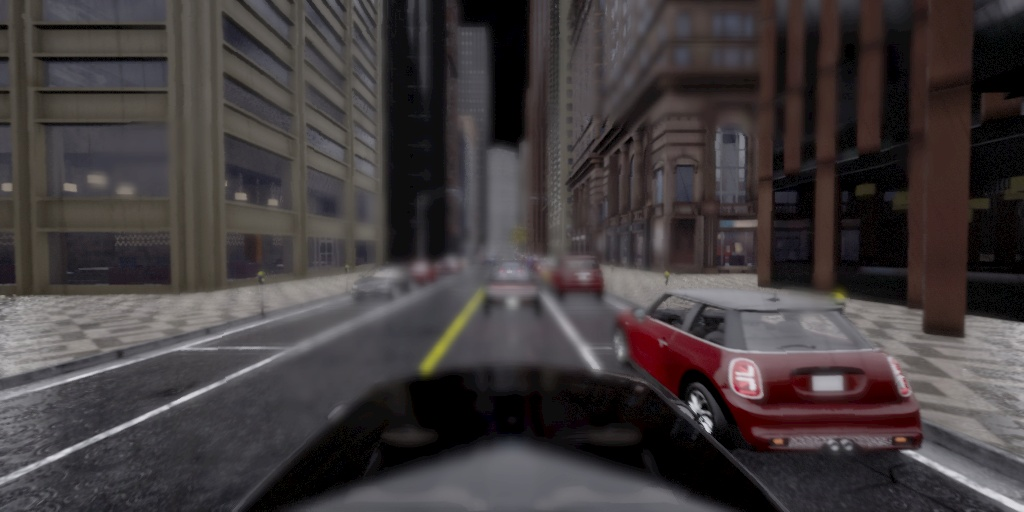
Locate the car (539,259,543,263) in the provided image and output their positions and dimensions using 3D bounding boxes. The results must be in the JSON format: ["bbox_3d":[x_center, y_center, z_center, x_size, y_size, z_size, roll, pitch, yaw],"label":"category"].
[{"bbox_3d":[2.854,1.092,22.212,1.751,1.417,4.829,0,0,0],"label":"car"}]

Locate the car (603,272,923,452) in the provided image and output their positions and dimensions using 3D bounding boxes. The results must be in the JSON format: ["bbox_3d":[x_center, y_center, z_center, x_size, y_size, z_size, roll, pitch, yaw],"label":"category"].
[{"bbox_3d":[2.856,1.159,5.169,1.967,1.591,4.097,0,0,0],"label":"car"}]

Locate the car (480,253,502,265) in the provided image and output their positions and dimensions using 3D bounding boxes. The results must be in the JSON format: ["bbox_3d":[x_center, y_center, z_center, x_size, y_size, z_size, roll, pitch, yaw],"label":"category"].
[{"bbox_3d":[-3.077,0.630,53.384,2.097,1.767,4.553,0,1,0],"label":"car"}]

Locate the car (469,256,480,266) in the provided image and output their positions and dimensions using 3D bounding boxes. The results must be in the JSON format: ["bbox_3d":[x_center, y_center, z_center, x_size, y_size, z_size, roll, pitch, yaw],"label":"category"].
[{"bbox_3d":[-5.675,0.822,55.779,1.948,1.339,4.313,0,0,0],"label":"car"}]

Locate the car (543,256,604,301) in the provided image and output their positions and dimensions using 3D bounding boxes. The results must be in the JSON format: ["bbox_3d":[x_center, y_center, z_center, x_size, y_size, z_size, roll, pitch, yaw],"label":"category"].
[{"bbox_3d":[2.855,0.932,16.417,2.192,1.841,5.009,0,0,0],"label":"car"}]

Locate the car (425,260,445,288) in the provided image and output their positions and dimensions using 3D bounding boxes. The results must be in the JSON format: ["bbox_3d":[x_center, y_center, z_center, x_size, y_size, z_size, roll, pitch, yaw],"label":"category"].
[{"bbox_3d":[-5.671,1.112,22.033,1.888,1.381,4.507,0,0,0],"label":"car"}]

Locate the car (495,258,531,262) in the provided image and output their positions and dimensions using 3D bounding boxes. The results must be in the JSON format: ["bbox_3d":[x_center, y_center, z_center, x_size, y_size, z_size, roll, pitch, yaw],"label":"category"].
[{"bbox_3d":[0.044,1.079,25.931,2.033,1.411,5.357,0,1,0],"label":"car"}]

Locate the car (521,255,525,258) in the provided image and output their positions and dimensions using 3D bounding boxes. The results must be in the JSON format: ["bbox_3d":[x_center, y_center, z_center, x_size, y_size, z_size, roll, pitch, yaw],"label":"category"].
[{"bbox_3d":[2.850,0.784,61.411,1.802,1.307,4.207,0,0,0],"label":"car"}]

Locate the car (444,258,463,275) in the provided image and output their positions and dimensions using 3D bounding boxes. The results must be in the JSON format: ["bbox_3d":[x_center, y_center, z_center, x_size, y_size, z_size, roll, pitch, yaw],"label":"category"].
[{"bbox_3d":[-5.673,0.904,33.281,1.967,1.591,4.097,0,0,0],"label":"car"}]

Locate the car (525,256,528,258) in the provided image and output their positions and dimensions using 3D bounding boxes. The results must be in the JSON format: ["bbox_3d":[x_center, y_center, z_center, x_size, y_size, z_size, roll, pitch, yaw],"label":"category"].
[{"bbox_3d":[3.134,0.814,47.197,1.882,1.535,5.008,0,1,0],"label":"car"}]

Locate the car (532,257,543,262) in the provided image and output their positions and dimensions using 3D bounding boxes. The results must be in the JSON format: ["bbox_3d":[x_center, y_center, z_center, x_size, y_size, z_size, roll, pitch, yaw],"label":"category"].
[{"bbox_3d":[2.854,0.955,27.666,1.967,1.591,4.097,0,0,0],"label":"car"}]

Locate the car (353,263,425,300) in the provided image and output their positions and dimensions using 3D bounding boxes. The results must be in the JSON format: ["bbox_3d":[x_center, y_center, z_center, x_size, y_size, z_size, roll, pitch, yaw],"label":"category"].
[{"bbox_3d":[-5.671,1.169,16.408,2.007,1.370,4.403,0,0,0],"label":"car"}]

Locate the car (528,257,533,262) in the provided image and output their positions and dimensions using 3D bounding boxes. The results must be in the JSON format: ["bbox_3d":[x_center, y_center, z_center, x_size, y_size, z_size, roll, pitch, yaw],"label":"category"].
[{"bbox_3d":[3.134,0.878,40.197,1.882,1.535,5.008,0,1,0],"label":"car"}]

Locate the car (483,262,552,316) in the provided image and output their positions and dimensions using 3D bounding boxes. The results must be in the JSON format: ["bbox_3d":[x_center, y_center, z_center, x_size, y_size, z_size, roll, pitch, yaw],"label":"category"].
[{"bbox_3d":[0.054,1.140,12.836,2.128,1.511,4.902,0,0,1],"label":"car"}]
